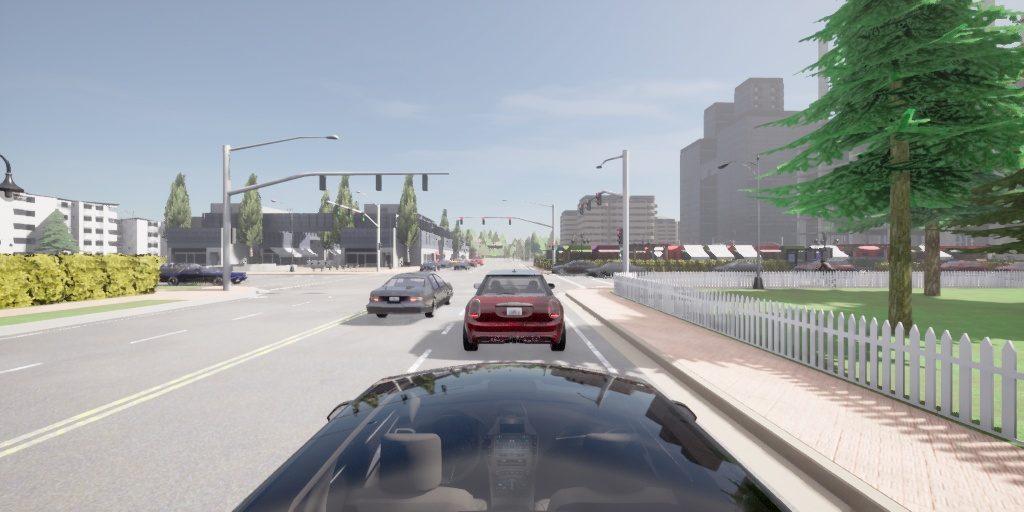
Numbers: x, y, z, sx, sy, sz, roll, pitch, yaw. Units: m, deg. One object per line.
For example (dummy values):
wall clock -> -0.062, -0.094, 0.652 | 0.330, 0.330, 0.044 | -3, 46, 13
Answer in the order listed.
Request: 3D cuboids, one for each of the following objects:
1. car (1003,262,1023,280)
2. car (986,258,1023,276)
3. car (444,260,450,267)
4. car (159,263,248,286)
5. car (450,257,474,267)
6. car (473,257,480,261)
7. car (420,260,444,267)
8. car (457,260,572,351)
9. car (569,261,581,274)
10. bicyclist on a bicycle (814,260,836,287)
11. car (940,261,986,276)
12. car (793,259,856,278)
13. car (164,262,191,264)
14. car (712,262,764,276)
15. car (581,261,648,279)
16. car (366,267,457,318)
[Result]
car -> 43.877, 1.314, 29.449 | 4.181, 1.385, 1.994 | 0, 0, -3
car -> 47.686, 1.243, 33.119 | 5.008, 1.535, 1.882 | 0, 0, -1
car -> -10.601, 1.297, 56.205 | 2.033, 1.411, 5.357 | 0, 0, 0
car -> -20.883, 1.351, 24.388 | 4.718, 1.301, 1.895 | 0, 0, -1
car -> -7.098, 1.297, 51.454 | 2.033, 1.411, 5.357 | 0, 0, 0
car -> -7.084, 1.351, 61.379 | 1.895, 1.301, 4.718 | 0, 0, 0
car -> -10.628, 1.314, 46.933 | 1.994, 1.385, 4.181 | 0, 0, 1
car -> 0.063, 1.102, 9.140 | 2.097, 1.767, 4.553 | 0, 0, 0
car -> 6.487, 1.255, 36.227 | 4.892, 1.490, 1.837 | 0, 1, 7
bicyclist on a bicycle -> 18.790, 1.052, 21.497 | 0.582, 1.620, 1.656 | 0, 0, -1
car -> 45.420, 1.227, 36.582 | 5.008, 1.535, 1.882 | 0, 0, -1
car -> 28.392, 1.102, 32.724 | 4.553, 1.767, 2.097 | 0, 0, -1
car -> -25.393, 1.241, 27.784 | 4.902, 1.511, 2.128 | 0, 0, -2
car -> 22.704, 1.276, 36.068 | 4.674, 1.442, 1.812 | 0, 0, -2
car -> 9.318, 1.297, 32.248 | 5.357, 1.411, 2.033 | 0, 0, -1
car -> -3.419, 1.297, 12.975 | 2.033, 1.411, 5.357 | 0, 0, 0
